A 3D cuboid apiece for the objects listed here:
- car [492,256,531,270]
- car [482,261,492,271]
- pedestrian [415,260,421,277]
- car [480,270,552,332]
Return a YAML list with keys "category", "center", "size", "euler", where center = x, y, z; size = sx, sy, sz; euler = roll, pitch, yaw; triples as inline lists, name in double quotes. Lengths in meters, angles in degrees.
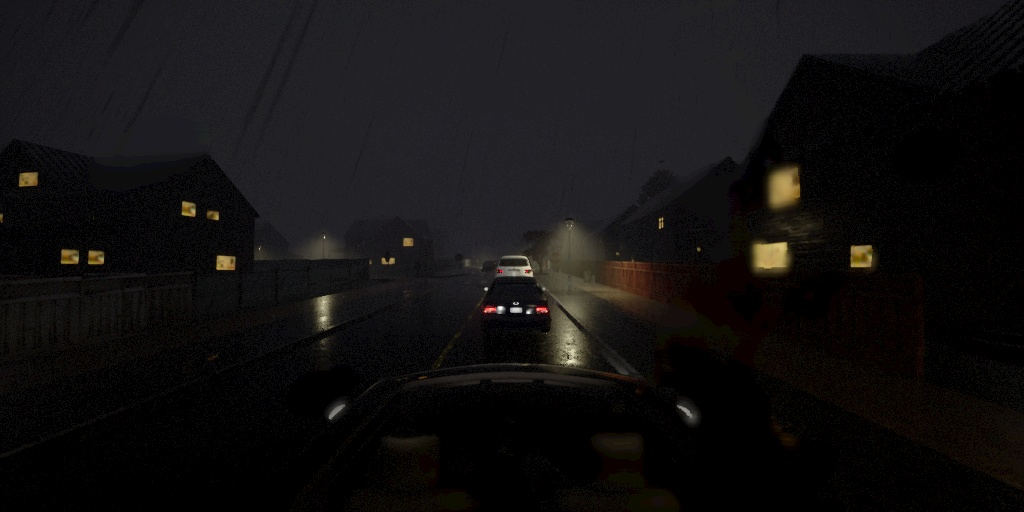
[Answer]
- category: "car"
  center: [0.010, 1.010, 22.331]
  size: [2.150, 2.045, 5.566]
  euler: [0, 0, -2]
- category: "car"
  center: [-2.884, 1.355, 46.979]
  size: [1.882, 1.535, 5.008]
  euler: [0, 0, 0]
- category: "pedestrian"
  center: [-9.943, 1.263, 37.884]
  size: [0.375, 1.860, 0.375]
  euler: [0, -2, 5]
- category: "car"
  center: [0.092, 1.308, 10.824]
  size: [2.033, 1.411, 5.357]
  euler: [0, 0, 0]
